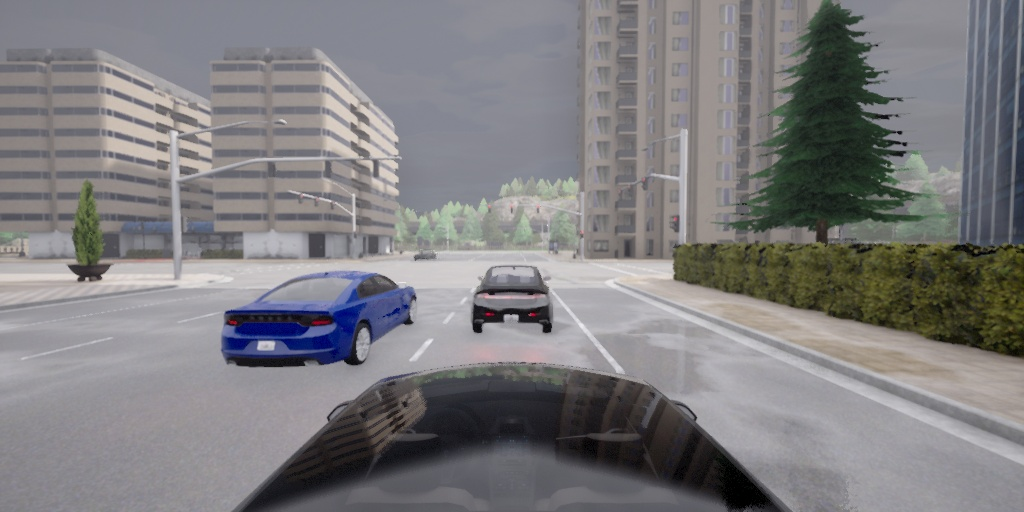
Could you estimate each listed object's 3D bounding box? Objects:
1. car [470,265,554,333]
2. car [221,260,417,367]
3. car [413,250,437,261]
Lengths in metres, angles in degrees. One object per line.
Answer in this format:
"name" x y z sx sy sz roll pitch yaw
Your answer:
"car" 0.049 0.971 9.678 2.128 1.511 4.902 0 2 2
"car" -3.449 1.030 7.535 1.882 1.535 5.008 0 2 1
"car" -10.494 -0.044 43.451 1.895 1.301 4.718 0 2 0
